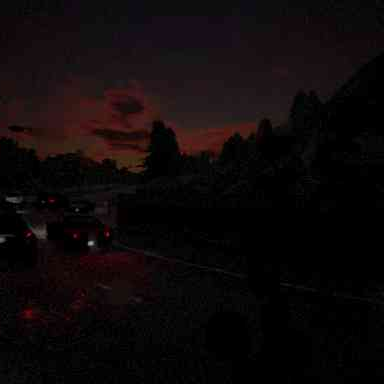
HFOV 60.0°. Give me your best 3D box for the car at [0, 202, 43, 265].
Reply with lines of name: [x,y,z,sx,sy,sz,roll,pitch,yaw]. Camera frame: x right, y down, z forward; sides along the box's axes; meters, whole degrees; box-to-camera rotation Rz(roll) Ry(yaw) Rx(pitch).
car: [-6.848,1.392,11.369,2.097,1.767,4.553,2,0,-37]

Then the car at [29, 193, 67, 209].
car: [-15.221,1.084,36.456,2.150,2.045,5.566,1,0,-2]

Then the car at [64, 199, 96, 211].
car: [-11.722,1.520,35.824,1.895,1.301,4.718,1,0,-3]

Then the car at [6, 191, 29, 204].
car: [-22.650,0.915,44.093,2.150,2.045,5.566,1,1,-3]

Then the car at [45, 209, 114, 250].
car: [-5.217,1.695,14.952,1.895,1.301,4.718,2,0,-34]

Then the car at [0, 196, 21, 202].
car: [-18.189,1.342,31.012,1.837,1.490,4.892,0,-1,-7]
